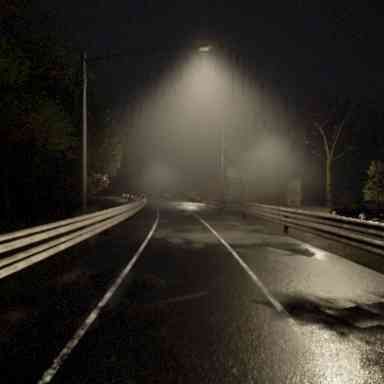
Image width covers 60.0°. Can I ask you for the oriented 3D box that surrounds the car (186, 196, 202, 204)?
[{"bbox_3d":[0.399,1.481,65.423,2.128,1.511,4.902,2,0,-21],"label":"car"}]

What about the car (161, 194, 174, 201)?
[{"bbox_3d":[-6.168,1.299,82.578,2.097,1.767,4.553,0,0,-21],"label":"car"}]

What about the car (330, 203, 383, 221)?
[{"bbox_3d":[14.293,1.684,28.928,1.882,1.535,5.008,0,0,-21],"label":"car"}]
